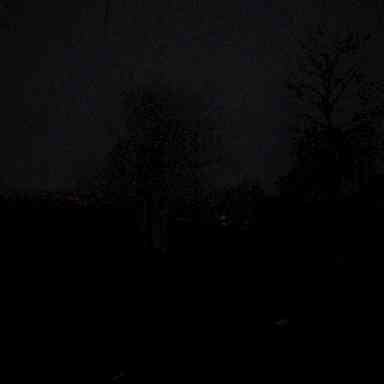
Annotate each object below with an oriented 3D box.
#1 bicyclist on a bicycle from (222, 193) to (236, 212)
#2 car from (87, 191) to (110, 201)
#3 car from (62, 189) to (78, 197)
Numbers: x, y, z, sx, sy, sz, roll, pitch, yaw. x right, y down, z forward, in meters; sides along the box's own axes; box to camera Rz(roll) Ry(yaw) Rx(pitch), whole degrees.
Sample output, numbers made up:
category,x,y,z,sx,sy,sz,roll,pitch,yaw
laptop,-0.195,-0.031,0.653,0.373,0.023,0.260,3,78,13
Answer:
category,x,y,z,sx,sy,sz,roll,pitch,yaw
bicyclist on a bicycle,3.319,0.955,29.700,1.656,1.620,0.582,0,1,-35
car,-13.535,0.530,48.097,2.033,1.411,5.357,-1,2,-34
car,-21.977,0.159,59.977,2.128,1.511,4.902,-1,2,-36
